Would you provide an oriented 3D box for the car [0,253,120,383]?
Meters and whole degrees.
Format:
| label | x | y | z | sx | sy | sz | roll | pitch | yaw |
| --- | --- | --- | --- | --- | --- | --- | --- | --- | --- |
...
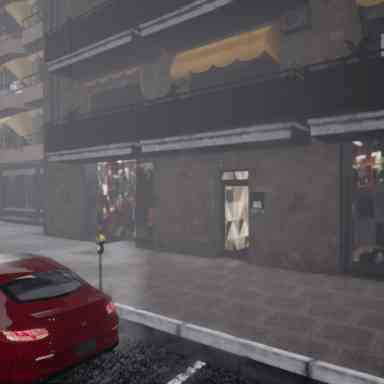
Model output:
| label | x | y | z | sx | sy | sz | roll | pitch | yaw |
| --- | --- | --- | --- | --- | --- | --- | --- | --- | --- |
| car | -2.867 | 1.582 | 4.925 | 4.206 | 1.307 | 1.802 | 0 | 0 | 36 |
